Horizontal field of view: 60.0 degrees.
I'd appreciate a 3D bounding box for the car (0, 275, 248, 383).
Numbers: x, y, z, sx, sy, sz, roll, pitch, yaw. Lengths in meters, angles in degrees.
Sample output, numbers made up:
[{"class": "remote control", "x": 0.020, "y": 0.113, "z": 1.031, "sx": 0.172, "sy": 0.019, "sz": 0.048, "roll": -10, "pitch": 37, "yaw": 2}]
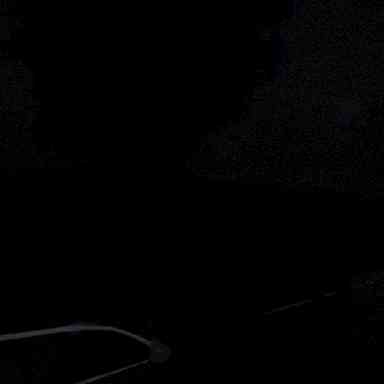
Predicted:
[{"class": "car", "x": -1.801, "y": 1.438, "z": 2.078, "sx": 4.902, "sy": 1.511, "sz": 2.128, "roll": 1, "pitch": 1, "yaw": -35}]
